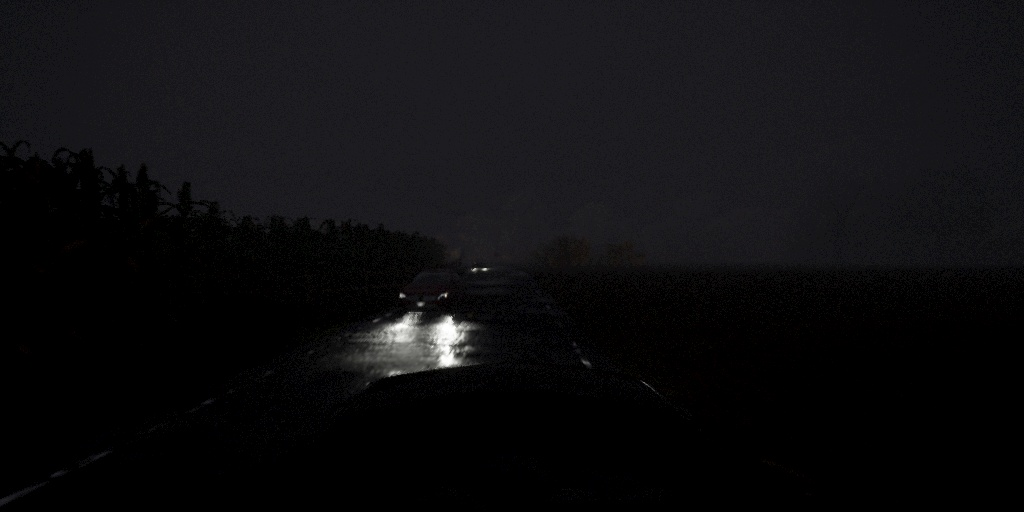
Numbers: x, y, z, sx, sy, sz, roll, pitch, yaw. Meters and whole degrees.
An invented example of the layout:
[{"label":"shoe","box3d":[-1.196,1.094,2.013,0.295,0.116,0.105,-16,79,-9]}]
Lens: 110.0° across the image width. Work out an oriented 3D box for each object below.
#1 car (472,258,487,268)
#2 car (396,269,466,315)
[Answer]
[{"label":"car","box3d":[-4.906,1.000,53.817,1.882,1.535,5.008,0,0,-8]},{"label":"car","box3d":[-2.856,1.231,13.526,1.812,1.442,4.674,0,0,0]}]
